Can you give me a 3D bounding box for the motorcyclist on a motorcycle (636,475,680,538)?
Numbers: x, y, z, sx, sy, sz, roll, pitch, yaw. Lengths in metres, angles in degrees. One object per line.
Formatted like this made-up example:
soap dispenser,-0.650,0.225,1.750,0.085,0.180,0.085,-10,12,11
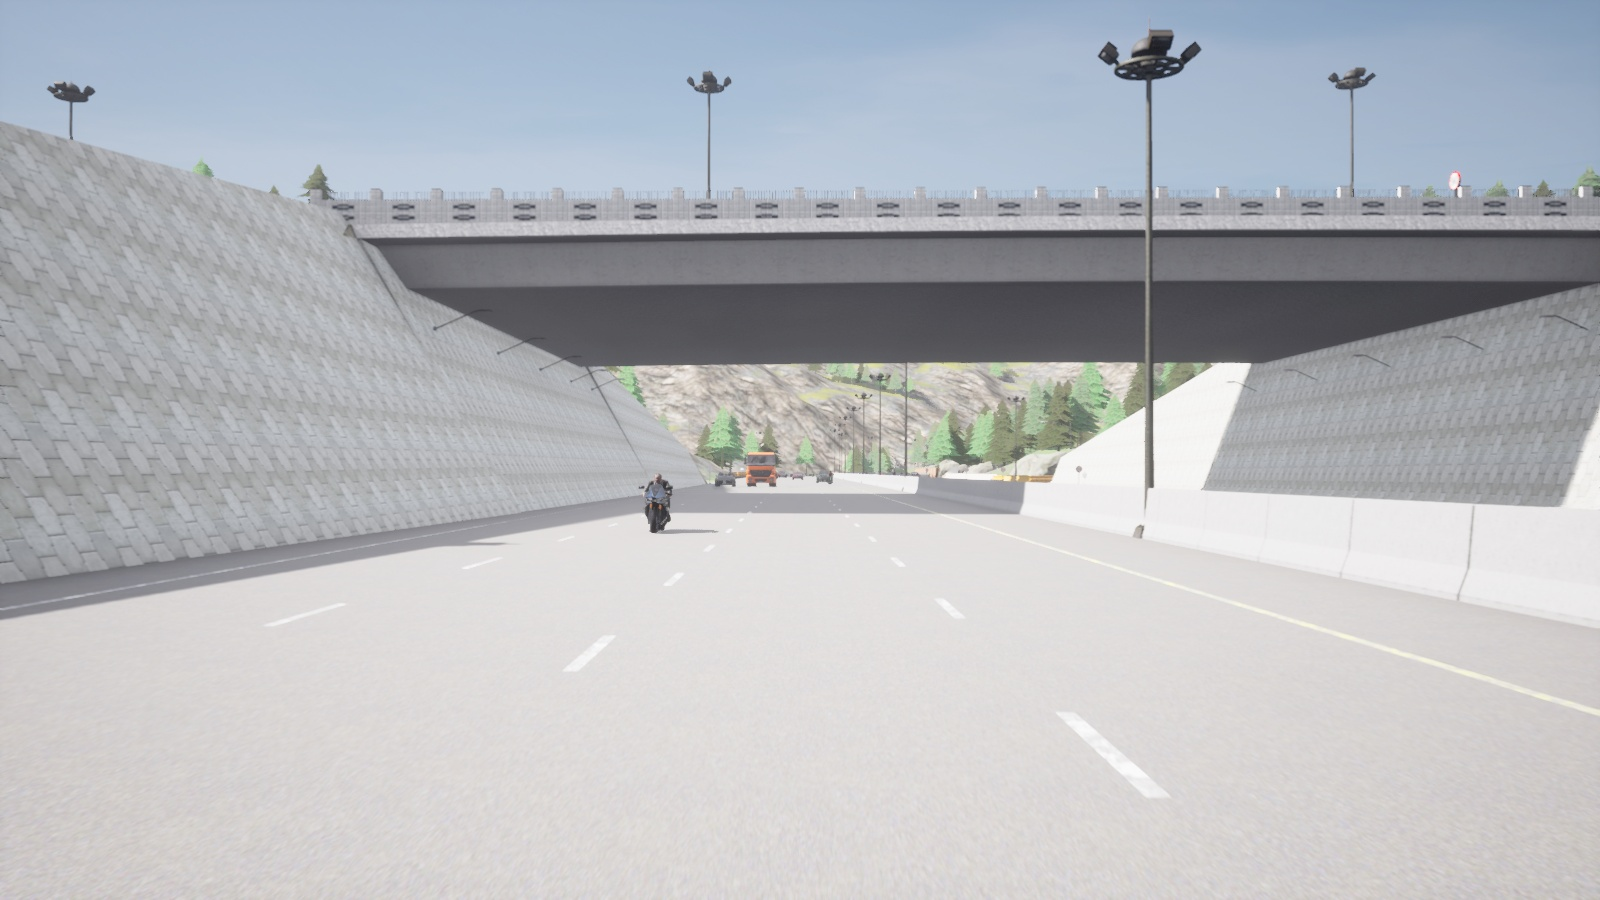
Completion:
motorcyclist on a motorcycle,-3.577,1.395,31.761,0.866,1.530,2.191,0,-1,0
